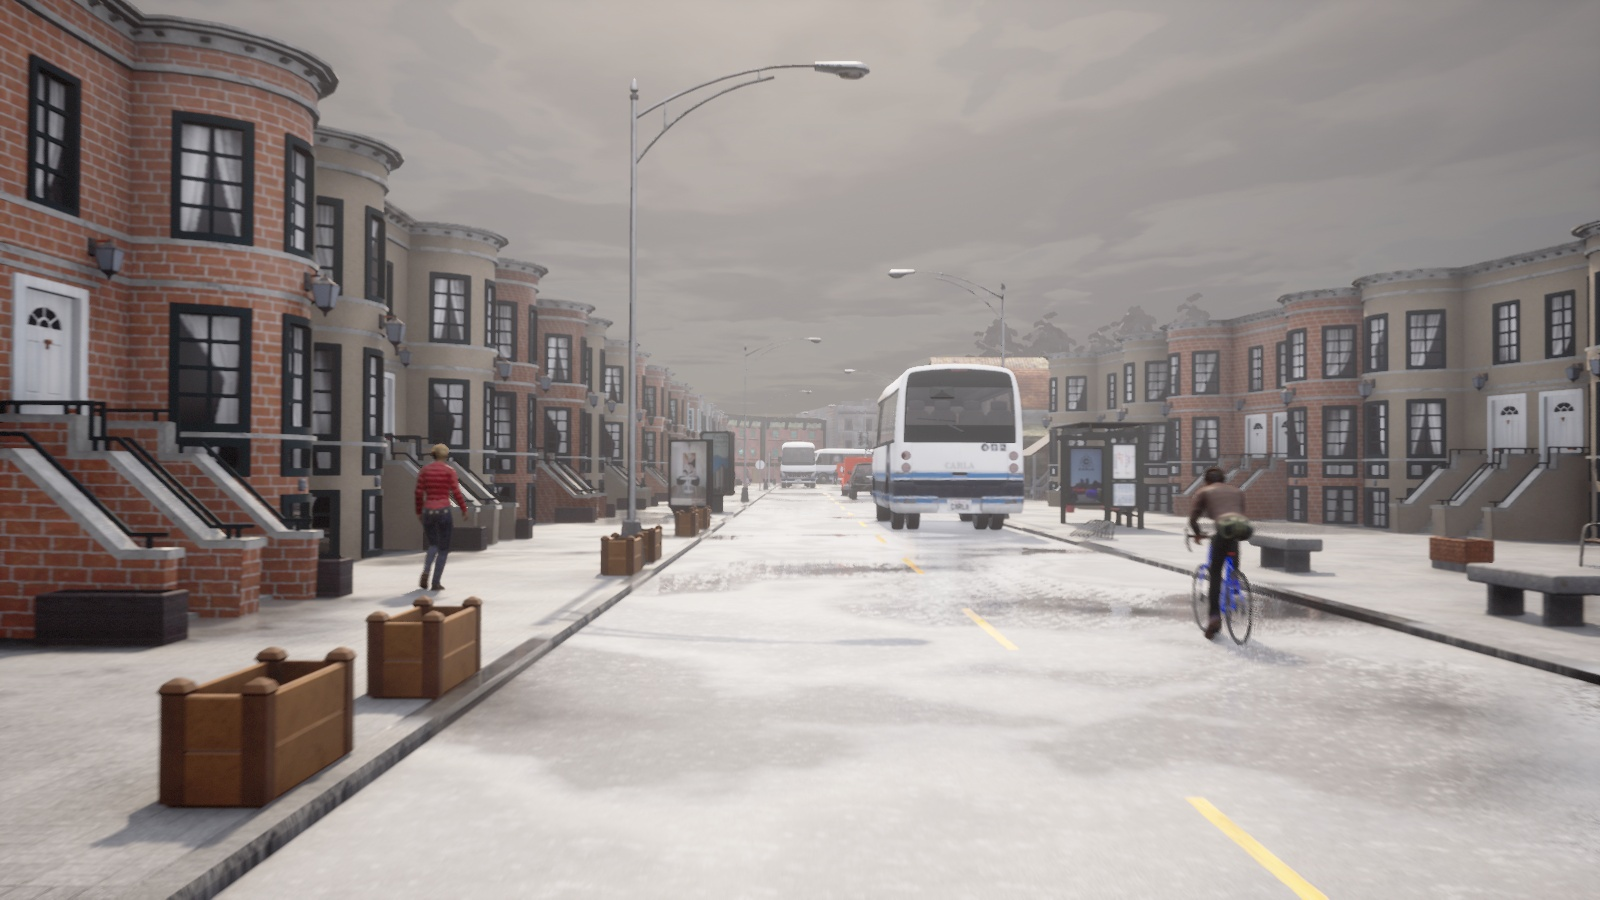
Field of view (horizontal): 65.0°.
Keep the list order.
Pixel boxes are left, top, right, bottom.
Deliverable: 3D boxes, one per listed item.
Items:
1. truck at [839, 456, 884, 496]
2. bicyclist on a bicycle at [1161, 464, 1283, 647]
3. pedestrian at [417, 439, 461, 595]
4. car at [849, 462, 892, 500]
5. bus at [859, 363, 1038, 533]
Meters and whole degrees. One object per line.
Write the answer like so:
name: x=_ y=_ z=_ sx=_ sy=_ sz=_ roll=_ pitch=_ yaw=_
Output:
truck: x=3.907 y=1.667 z=80.908 sx=2.627 sy=2.467 sz=5.204 roll=0 pitch=-1 yaw=0
bicyclist on a bicycle: x=3.973 y=0.951 z=11.943 sx=0.582 sy=1.620 sz=1.656 roll=0 pitch=-1 yaw=0
pedestrian: x=-4.350 y=0.795 z=15.141 sx=0.331 sy=1.846 sz=0.636 roll=0 pitch=-1 yaw=2
car: x=3.921 y=1.703 z=70.794 sx=2.150 sy=2.045 sz=5.566 roll=0 pitch=-1 yaw=0
bus: x=3.946 y=0.033 z=36.505 sx=3.944 sy=4.253 sz=10.273 roll=0 pitch=-1 yaw=0
